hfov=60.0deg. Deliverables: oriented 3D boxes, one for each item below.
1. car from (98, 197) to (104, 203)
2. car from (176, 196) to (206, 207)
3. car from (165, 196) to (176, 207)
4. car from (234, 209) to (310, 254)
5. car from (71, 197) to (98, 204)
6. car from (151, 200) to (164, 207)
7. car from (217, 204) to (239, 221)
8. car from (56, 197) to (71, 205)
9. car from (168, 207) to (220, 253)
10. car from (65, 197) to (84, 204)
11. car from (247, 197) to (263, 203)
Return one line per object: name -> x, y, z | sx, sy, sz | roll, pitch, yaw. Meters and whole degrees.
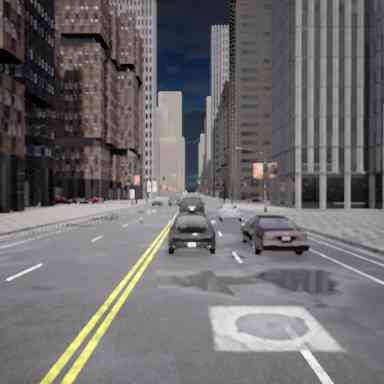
car -> -24.756, 2.093, 85.248 | 4.097, 1.590, 1.967 | 0, 1, 0
car -> -0.006, 1.463, 29.013 | 2.150, 2.045, 5.566 | 0, 0, 0
car -> -3.309, 1.700, 62.684 | 2.150, 2.045, 5.566 | 0, 0, 1
car -> 3.248, 1.671, 13.980 | 2.033, 1.411, 5.357 | 0, 0, 0
car -> -24.750, 2.283, 76.724 | 4.313, 1.339, 1.947 | 0, 1, 0
car -> -6.554, 2.092, 63.369 | 1.895, 1.301, 4.718 | 0, 0, 1
car -> 3.248, 1.775, 29.399 | 1.812, 1.442, 4.674 | 0, 0, 0
car -> -30.177, 2.051, 76.716 | 5.009, 1.841, 2.192 | 0, 1, 0
car -> 0.001, 1.634, 14.294 | 1.837, 1.490, 4.892 | 0, 0, 0
car -> -30.181, 2.112, 85.243 | 4.097, 1.590, 1.967 | 0, 1, 0
car -> 16.655, 2.008, 88.389 | 4.097, 1.590, 1.967 | 0, 1, 0
